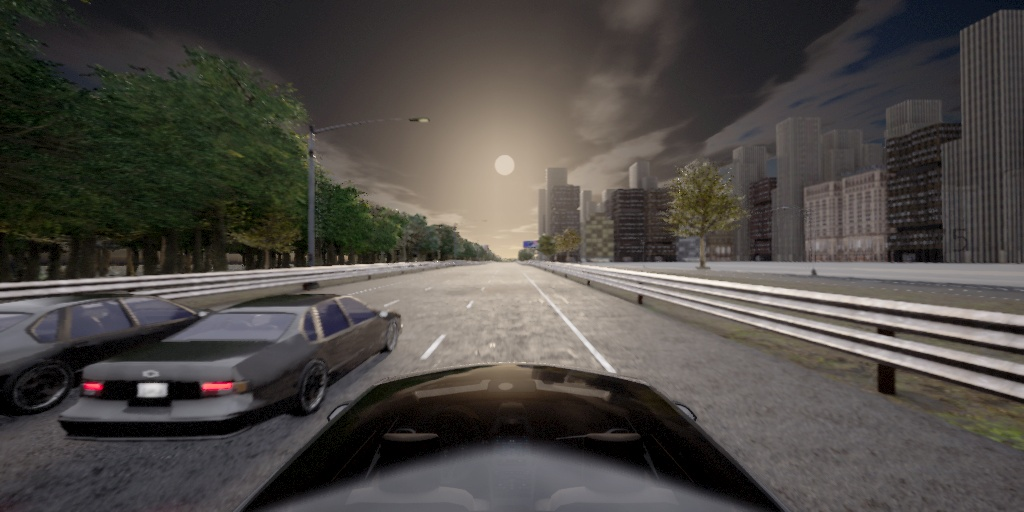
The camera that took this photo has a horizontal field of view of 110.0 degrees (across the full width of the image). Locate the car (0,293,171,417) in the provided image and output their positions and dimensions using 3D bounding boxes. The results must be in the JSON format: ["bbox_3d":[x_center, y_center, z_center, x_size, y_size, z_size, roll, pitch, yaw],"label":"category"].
[{"bbox_3d":[-6.903,1.330,5.923,2.033,1.411,5.357,0,0,0],"label":"car"}]

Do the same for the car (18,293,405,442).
[{"bbox_3d":[-3.403,1.326,5.902,2.033,1.411,5.357,0,0,0],"label":"car"}]
